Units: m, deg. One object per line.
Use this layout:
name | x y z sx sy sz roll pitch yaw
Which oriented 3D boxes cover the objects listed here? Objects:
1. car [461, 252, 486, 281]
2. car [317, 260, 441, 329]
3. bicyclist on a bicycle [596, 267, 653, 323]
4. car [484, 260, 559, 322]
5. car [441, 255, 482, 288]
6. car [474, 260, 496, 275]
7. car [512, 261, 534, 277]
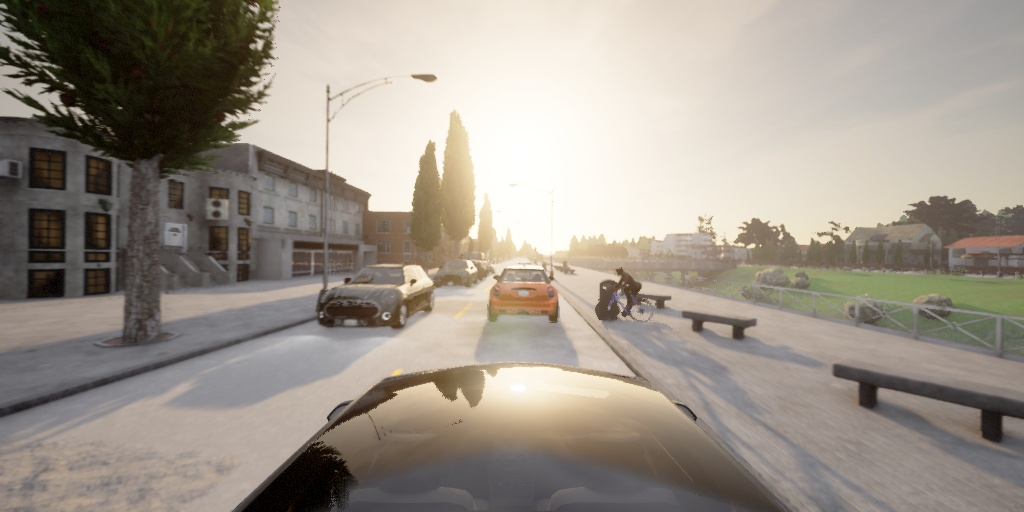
car | -3.185 0.689 28.559 2.150 2.045 5.566 1 0 2
car | -3.851 1.031 10.974 2.097 1.767 4.553 1 0 2
bicyclist on a bicycle | 3.262 1.131 10.374 1.656 1.620 0.582 1 0 2
car | 0.401 1.089 12.439 2.097 1.767 4.553 1 0 2
car | -3.462 1.015 22.954 2.097 1.767 4.553 1 0 3
car | -2.867 1.209 39.006 1.994 1.385 4.181 1 0 2
car | 1.125 1.254 36.581 2.033 1.411 5.357 1 0 2
